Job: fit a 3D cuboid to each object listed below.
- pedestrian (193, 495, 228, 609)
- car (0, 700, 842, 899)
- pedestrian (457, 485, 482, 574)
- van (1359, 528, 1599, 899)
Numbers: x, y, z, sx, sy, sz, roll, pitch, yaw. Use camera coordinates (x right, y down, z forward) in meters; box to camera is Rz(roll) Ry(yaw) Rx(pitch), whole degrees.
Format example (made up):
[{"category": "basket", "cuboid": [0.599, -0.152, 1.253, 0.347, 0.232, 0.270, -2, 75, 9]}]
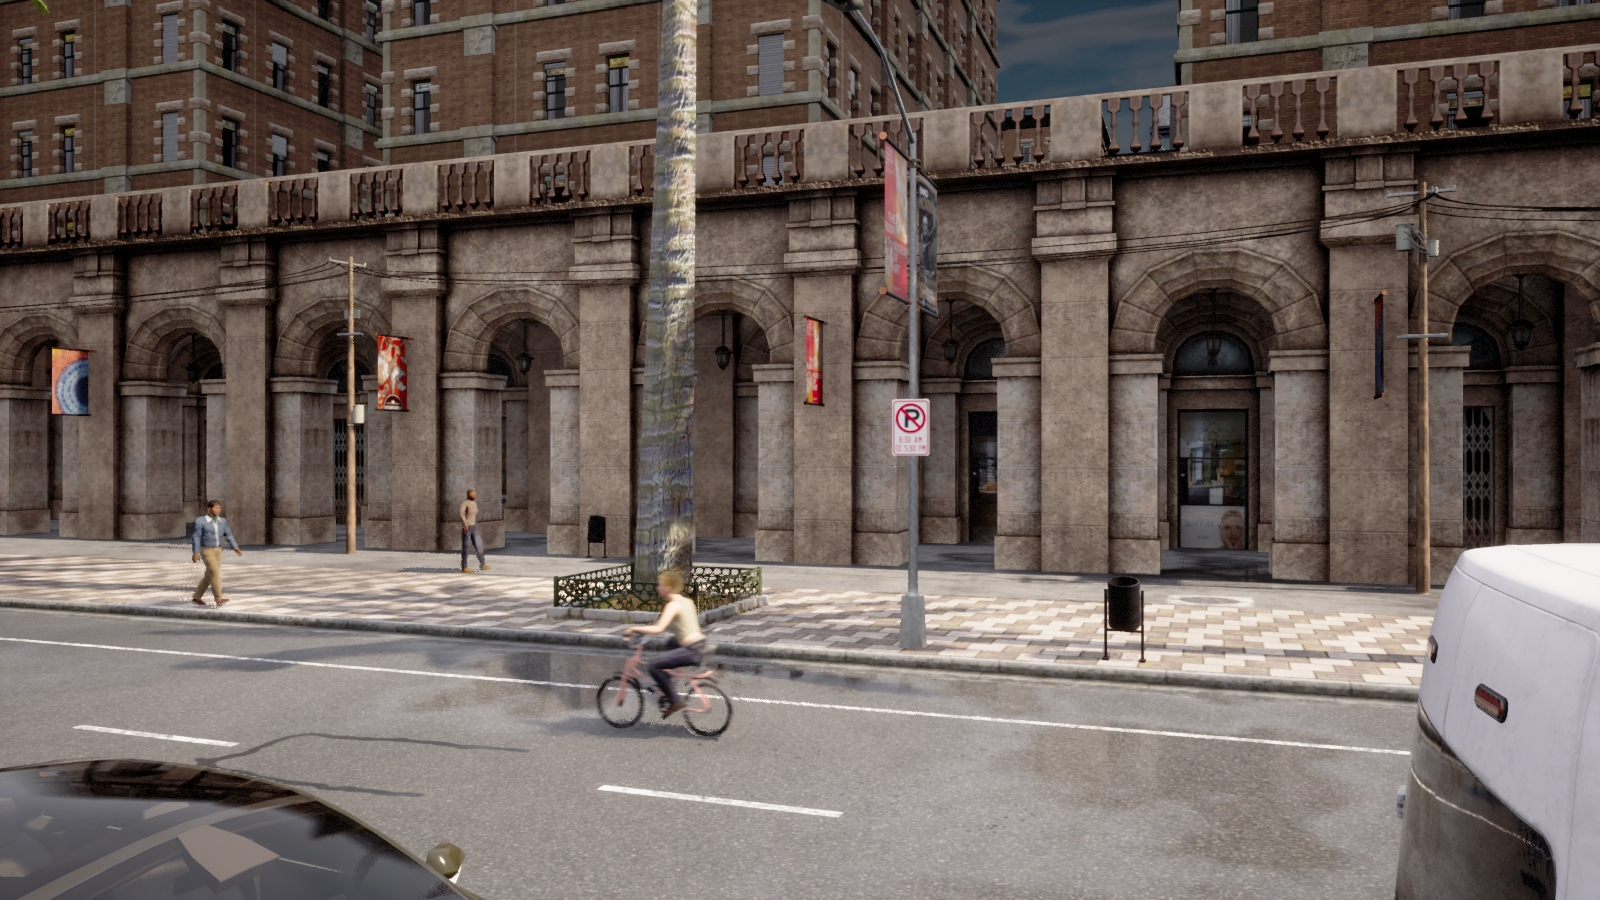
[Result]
[{"category": "pedestrian", "cuboid": [-9.863, 1.696, 19.111, 0.375, 1.860, 0.375, 0, 0, 27]}, {"category": "car", "cuboid": [-2.519, 2.061, 4.220, 4.892, 1.480, 2.231, 0, 0, 20]}, {"category": "pedestrian", "cuboid": [-7.073, 1.696, 24.443, 0.375, 1.860, 0.375, 0, 0, 21]}, {"category": "van", "cuboid": [4.249, 1.534, 1.754, 5.915, 2.561, 1.988, 0, 0, 20]}]
